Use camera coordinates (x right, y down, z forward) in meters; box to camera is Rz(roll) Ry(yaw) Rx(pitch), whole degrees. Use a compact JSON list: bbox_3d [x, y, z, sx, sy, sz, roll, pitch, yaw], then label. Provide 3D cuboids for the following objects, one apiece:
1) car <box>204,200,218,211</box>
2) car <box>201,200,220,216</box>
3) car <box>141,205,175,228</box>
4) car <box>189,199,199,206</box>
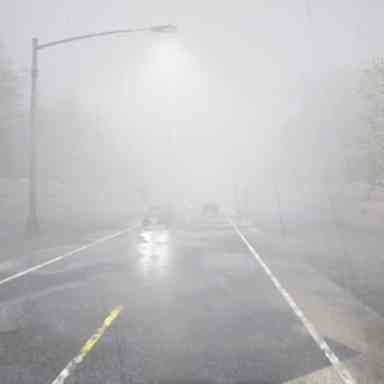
[{"bbox_3d":[2.717,1.901,48.165,1.882,1.535,5.008,0,0,4],"label":"car"},{"bbox_3d":[2.061,1.836,36.980,1.837,1.490,4.892,0,0,3],"label":"car"},{"bbox_3d":[-2.306,1.679,23.730,2.128,1.511,4.902,0,-1,3],"label":"car"},{"bbox_3d":[0.410,2.099,69.288,1.994,1.385,4.181,0,0,3],"label":"car"}]
